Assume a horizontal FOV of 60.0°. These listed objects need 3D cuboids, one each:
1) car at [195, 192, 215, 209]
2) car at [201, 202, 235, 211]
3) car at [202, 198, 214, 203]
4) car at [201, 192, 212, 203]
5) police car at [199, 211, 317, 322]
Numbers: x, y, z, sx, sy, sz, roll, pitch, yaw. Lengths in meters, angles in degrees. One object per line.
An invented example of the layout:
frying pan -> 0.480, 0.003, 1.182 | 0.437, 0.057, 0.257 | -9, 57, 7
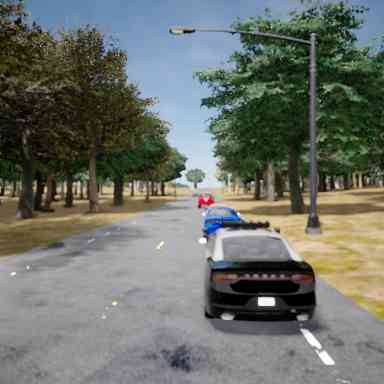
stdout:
car -> 1.967, 1.168, 45.501 | 2.150, 2.045, 5.566 | 0, 0, 4
car -> 1.547, 1.539, 17.463 | 1.882, 1.535, 5.008 | 0, 0, 3
car -> 1.856, 1.502, 23.630 | 1.801, 1.575, 5.366 | 0, 0, 3
car -> 2.997, 0.998, 66.692 | 2.150, 2.045, 5.566 | 0, 1, 3
police car -> 1.196, 1.469, 7.638 | 1.930, 1.638, 5.238 | 0, 0, 1
